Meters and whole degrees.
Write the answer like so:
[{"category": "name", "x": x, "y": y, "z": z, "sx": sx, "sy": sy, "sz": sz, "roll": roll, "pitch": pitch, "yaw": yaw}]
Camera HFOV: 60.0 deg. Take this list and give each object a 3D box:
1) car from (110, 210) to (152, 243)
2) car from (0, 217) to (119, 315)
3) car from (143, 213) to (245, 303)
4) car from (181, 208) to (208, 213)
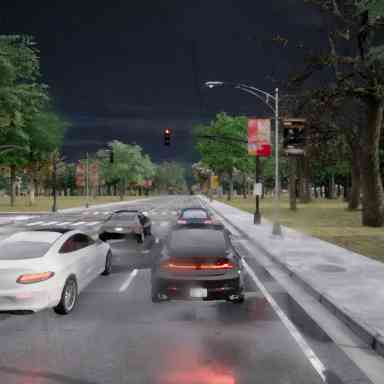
[{"category": "car", "x": -3.114, "y": 1.566, "z": 16.198, "sx": 1.994, "sy": 1.385, "sz": 4.181, "roll": 0, "pitch": 0, "yaw": 0}, {"category": "car", "x": -3.134, "y": 1.526, "z": 7.439, "sx": 1.812, "sy": 1.442, "sz": 4.674, "roll": 0, "pitch": 0, "yaw": 0}, {"category": "car", "x": 0.119, "y": 1.505, "z": 8.200, "sx": 1.837, "sy": 1.490, "sz": 4.892, "roll": 0, "pitch": 0, "yaw": 0}, {"category": "car", "x": 0.138, "y": 1.528, "z": 17.272, "sx": 1.812, "sy": 1.442, "sz": 4.674, "roll": 0, "pitch": 0, "yaw": 0}]
